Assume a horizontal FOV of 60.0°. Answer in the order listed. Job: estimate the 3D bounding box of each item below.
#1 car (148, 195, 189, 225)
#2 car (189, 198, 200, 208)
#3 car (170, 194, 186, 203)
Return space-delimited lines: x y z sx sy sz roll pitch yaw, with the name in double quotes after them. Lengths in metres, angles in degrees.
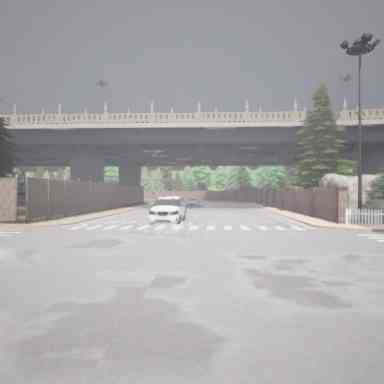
-1.720 1.351 24.680 2.150 2.045 5.566 0 1 5 "car"
0.062 1.587 49.412 1.812 1.442 4.674 0 1 8 "car"
-3.209 1.369 73.795 2.097 1.767 4.553 0 0 -24 "car"
